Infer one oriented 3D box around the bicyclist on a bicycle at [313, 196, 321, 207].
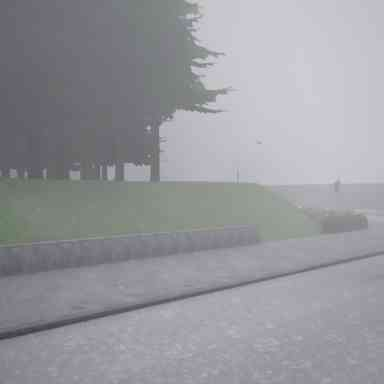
[{"bbox_3d":[14.921,1.345,39.633,1.656,1.620,0.582,0,0,-35],"label":"bicyclist on a bicycle"}]
